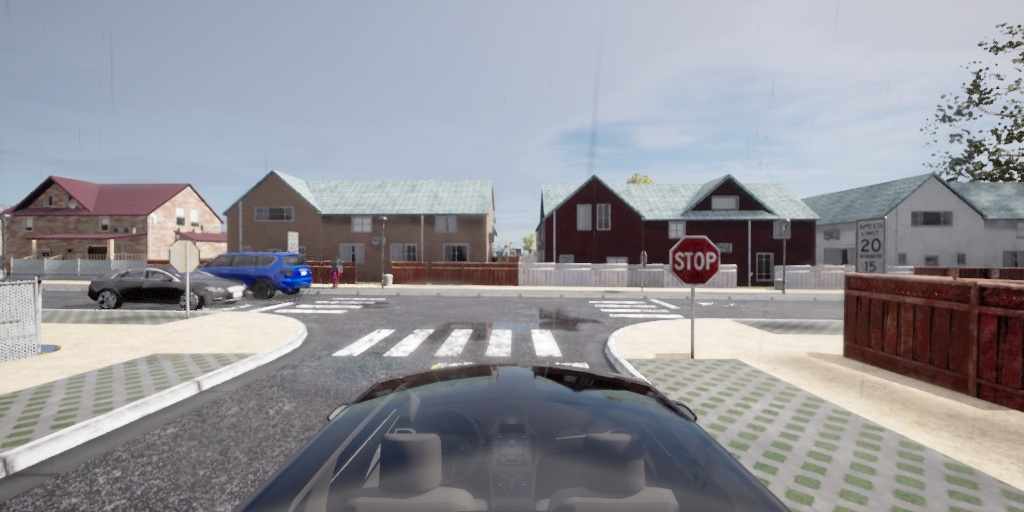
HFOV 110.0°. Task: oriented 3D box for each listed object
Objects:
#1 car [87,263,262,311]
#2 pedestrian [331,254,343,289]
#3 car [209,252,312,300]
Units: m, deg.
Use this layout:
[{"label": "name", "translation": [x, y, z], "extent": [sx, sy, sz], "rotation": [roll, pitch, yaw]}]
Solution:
[{"label": "car", "translation": [-12.453, 1.126, 13.148], "extent": [4.902, 1.511, 2.128], "rotation": [0, 0, 1]}, {"label": "pedestrian", "translation": [-9.329, 0.795, 18.936], "extent": [0.375, 1.860, 0.375], "rotation": [0, 0, 1]}, {"label": "car", "translation": [-12.145, 0.852, 16.294], "extent": [5.566, 2.045, 2.150], "rotation": [1, 0, 0]}]
